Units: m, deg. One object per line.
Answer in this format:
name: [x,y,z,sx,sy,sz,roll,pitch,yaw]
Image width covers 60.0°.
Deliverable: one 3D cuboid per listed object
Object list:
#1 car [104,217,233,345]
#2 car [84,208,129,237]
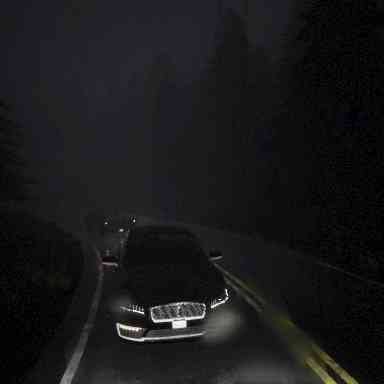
car: [-0.638,1.494,6.766,1.837,1.490,4.892,-1,0,-11]
car: [-4.613,1.608,18.507,1.895,1.301,4.718,-3,1,-29]
